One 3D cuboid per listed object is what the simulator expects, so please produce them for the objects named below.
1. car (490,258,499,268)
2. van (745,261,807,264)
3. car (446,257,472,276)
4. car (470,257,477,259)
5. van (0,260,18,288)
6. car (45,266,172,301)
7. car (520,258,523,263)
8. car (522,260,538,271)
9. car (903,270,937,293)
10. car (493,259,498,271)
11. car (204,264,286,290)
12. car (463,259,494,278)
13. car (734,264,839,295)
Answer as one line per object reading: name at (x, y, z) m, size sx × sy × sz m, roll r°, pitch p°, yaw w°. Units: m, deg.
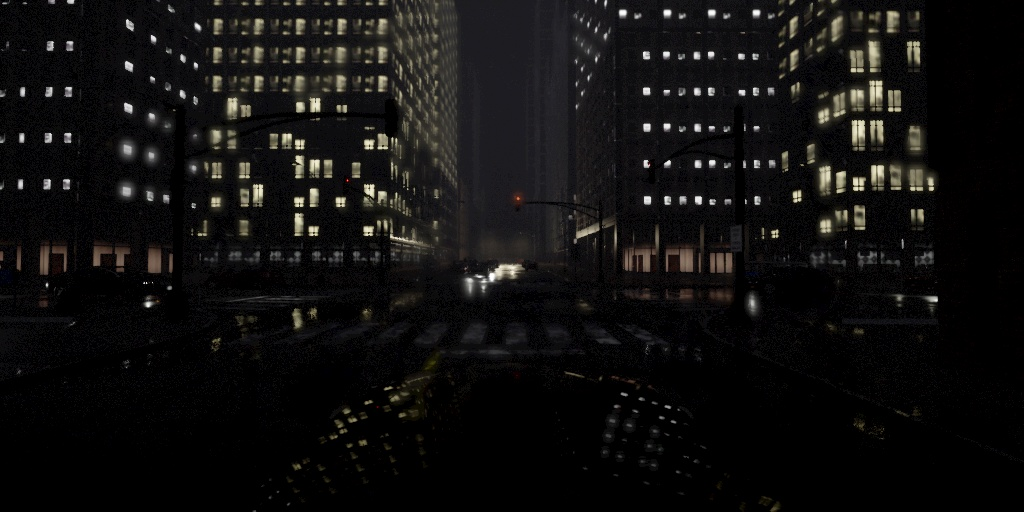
car at (-3.099, 1.249, 57.334) m, size 1.882 × 1.535 × 5.008 m, roll 0°, pitch 0°, yaw 0°
van at (15.975, 1.210, 22.098) m, size 3.998 × 1.789 × 1.690 m, roll 0°, pitch 0°, yaw 0°
car at (-5.701, 1.203, 37.602) m, size 1.967 × 1.591 × 4.097 m, roll 0°, pitch 0°, yaw 0°
car at (-5.705, 1.082, 48.752) m, size 2.192 × 1.841 × 5.009 m, roll 0°, pitch 0°, yaw 0°
van at (-33.445, 1.132, 22.195) m, size 3.998 × 1.789 × 1.690 m, roll 0°, pitch 0°, yaw 0°
car at (-18.092, 1.191, 16.390) m, size 4.902 × 1.511 × 2.128 m, roll 0°, pitch -1°, yaw 0°
car at (2.673, 1.298, 60.143) m, size 1.751 × 1.417 × 4.829 m, roll 0°, pitch 0°, yaw 0°
car at (2.676, 1.350, 48.817) m, size 1.802 × 1.307 × 4.207 m, roll 0°, pitch 0°, yaw 0°
car at (24.347, 1.313, 19.504) m, size 5.008 × 1.535 × 1.882 m, roll 0°, pitch -1°, yaw 0°
car at (-3.113, 1.367, 44.433) m, size 1.895 × 1.301 × 4.718 m, roll 0°, pitch 0°, yaw 0°
car at (-16.499, 1.255, 22.162) m, size 4.097 × 1.591 × 1.967 m, roll 0°, pitch 0°, yaw 0°
car at (-3.112, 1.310, 34.523) m, size 2.033 × 1.411 × 5.357 m, roll 0°, pitch 0°, yaw 0°
car at (14.868, 1.321, 19.526) m, size 4.892 × 1.490 × 1.837 m, roll 0°, pitch -1°, yaw 0°
